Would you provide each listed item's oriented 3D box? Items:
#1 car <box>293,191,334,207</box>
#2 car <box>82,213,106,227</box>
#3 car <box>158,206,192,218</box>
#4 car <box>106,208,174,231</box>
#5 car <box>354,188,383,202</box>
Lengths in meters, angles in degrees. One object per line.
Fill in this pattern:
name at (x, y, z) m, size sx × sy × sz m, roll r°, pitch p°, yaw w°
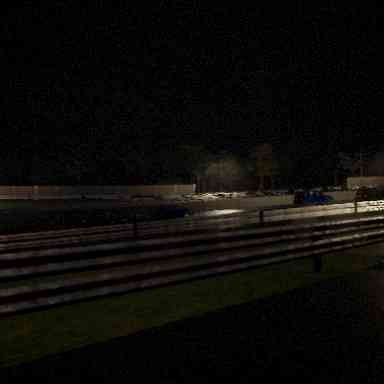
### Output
car at (16.070, 0.862, 44.053) m, size 5.566 × 2.045 × 2.150 m, roll -3°, pitch 2°, yaw -22°
car at (-7.570, 2.656, 30.619) m, size 4.902 × 1.511 × 2.128 m, roll -4°, pitch 2°, yaw -22°
car at (-2.434, 2.230, 36.497) m, size 5.008 × 1.535 × 1.882 m, roll -3°, pitch 2°, yaw -22°
car at (-4.398, 2.565, 28.134) m, size 4.902 × 1.511 × 2.128 m, roll -3°, pitch 2°, yaw -22°
car at (23.864, 0.505, 43.454) m, size 5.566 × 2.045 × 2.150 m, roll -3°, pitch 2°, yaw -22°
